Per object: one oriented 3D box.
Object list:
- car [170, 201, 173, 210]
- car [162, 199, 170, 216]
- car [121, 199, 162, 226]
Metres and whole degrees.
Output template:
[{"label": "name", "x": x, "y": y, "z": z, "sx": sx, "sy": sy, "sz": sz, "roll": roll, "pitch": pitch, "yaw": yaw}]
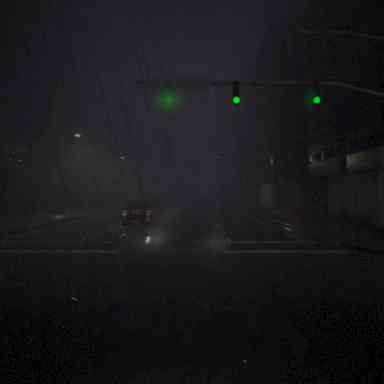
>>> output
[{"label": "car", "x": -3.559, "y": 1.653, "z": 43.462, "sx": 1.994, "sy": 1.385, "sz": 4.181, "roll": 0, "pitch": 0, "yaw": 0}, {"label": "car", "x": -3.588, "y": 1.596, "z": 33.584, "sx": 1.812, "sy": 1.442, "sz": 4.674, "roll": 0, "pitch": 0, "yaw": 0}, {"label": "car", "x": -3.593, "y": 1.402, "z": 23.682, "sx": 2.097, "sy": 1.767, "sz": 4.553, "roll": 0, "pitch": 0, "yaw": 0}]
